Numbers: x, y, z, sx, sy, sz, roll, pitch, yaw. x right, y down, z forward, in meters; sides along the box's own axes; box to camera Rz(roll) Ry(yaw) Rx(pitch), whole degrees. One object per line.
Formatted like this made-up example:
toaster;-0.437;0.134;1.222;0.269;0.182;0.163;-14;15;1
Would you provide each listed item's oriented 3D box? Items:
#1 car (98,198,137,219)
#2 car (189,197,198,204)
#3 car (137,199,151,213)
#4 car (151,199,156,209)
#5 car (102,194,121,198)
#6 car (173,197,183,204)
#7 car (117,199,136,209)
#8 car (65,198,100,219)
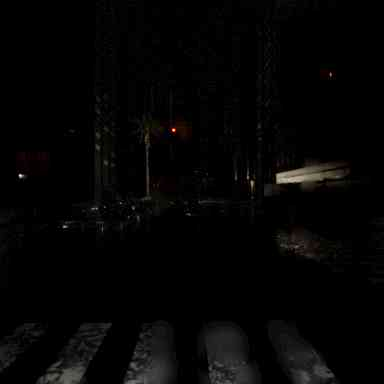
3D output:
car;-6.526;1.543;29.625;1.882;1.535;5.008;0;0;0
car;0.280;1.790;69.850;1.994;1.385;4.181;0;0;0
car;-6.502;1.587;39.093;2.128;1.511;4.902;0;0;0
car;-6.467;1.735;48.982;1.895;1.301;4.718;0;0;1
car;-9.753;1.320;39.838;2.150;2.045;5.566;0;0;0
car;-2.970;1.790;69.833;1.994;1.385;4.181;0;0;0
car;-9.710;1.701;49.798;1.994;1.385;4.181;0;0;0
car;-9.772;1.544;29.892;1.882;1.535;5.008;0;0;0
